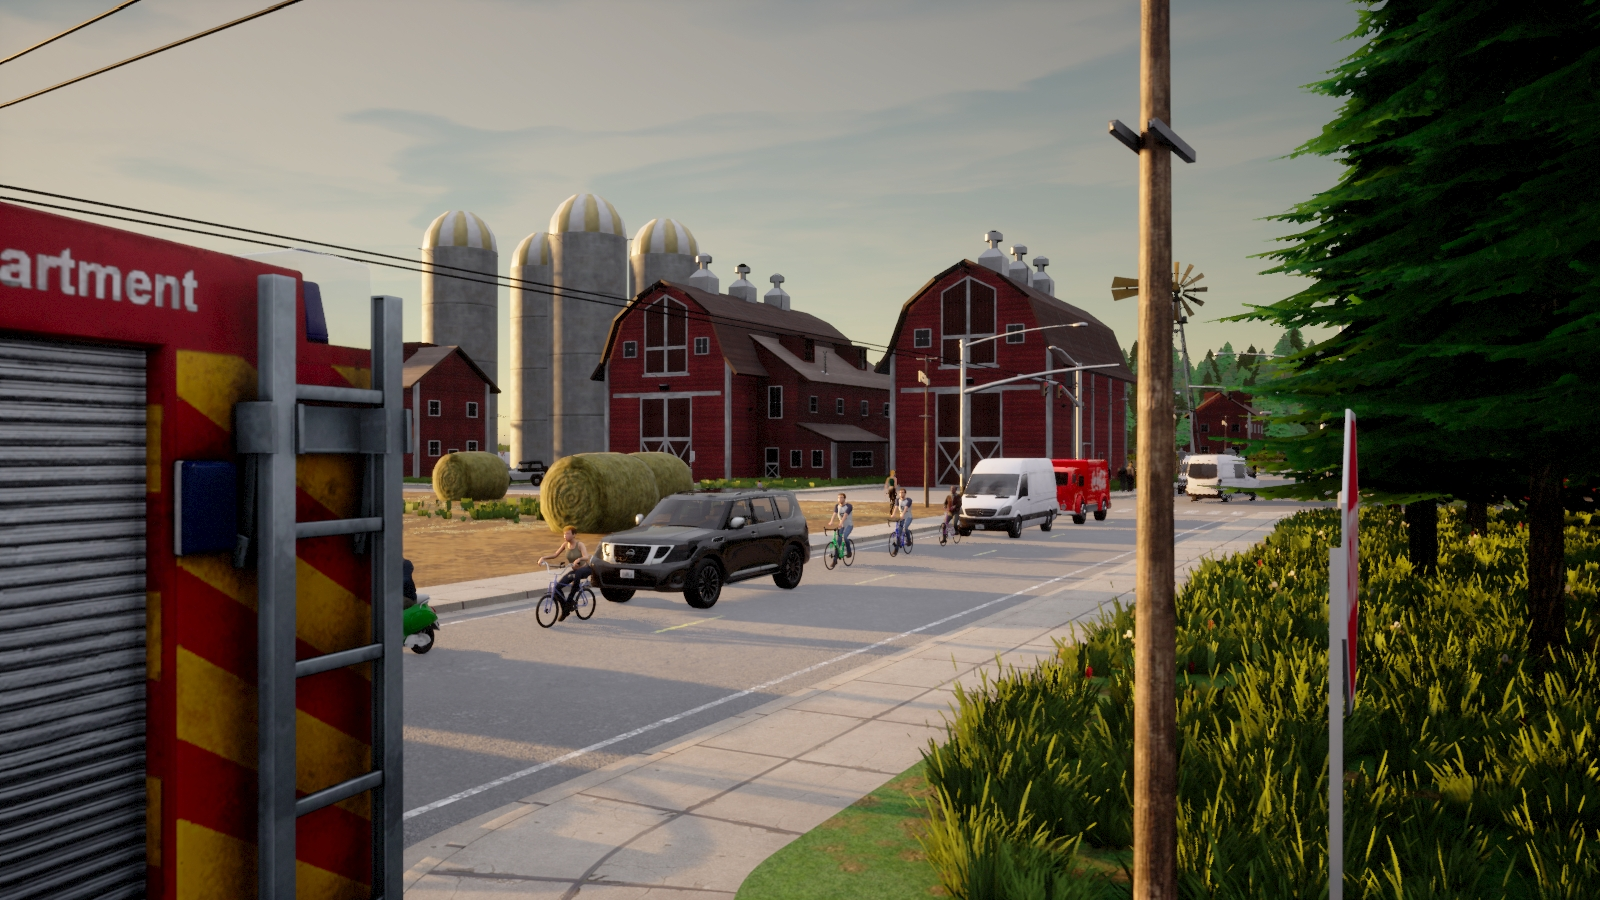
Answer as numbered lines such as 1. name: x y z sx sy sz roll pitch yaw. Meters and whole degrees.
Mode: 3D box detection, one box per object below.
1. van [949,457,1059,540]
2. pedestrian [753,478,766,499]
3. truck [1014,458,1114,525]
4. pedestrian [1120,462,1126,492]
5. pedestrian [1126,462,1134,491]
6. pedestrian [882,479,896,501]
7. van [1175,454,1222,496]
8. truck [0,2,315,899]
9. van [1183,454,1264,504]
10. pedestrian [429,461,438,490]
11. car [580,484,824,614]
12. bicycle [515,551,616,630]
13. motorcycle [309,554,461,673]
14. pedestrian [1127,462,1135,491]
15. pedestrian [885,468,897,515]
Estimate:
1. van: 7.076 1.534 38.960 1.988 2.561 5.915 0 0 28
2. pedestrian: -2.128 2.051 60.470 0.500 1.100 0.500 0 0 39
3. truck: 10.572 1.568 45.383 2.627 2.467 5.204 0 0 28
4. pedestrian: 20.437 1.695 72.347 0.375 1.860 0.375 0 0 16
5. pedestrian: 20.992 1.695 72.704 0.375 1.860 0.375 0 0 -43
6. pedestrian: 4.603 2.051 59.072 0.500 1.100 0.500 0 0 32
7. van: 25.690 1.534 73.536 1.988 2.561 5.915 0 0 28
8. truck: -6.011 0.867 3.741 8.468 3.827 2.891 0 0 20
9. van: 23.334 1.525 62.816 1.988 2.561 5.915 1 1 43
10. pedestrian: -23.879 1.669 74.423 0.375 1.860 0.375 0 0 27
11. car: -1.722 1.779 22.449 2.150 2.045 5.566 0 0 27
12. bicycle: -3.795 2.256 18.603 0.859 1.080 1.487 0 0 28
13. motorcycle: -5.533 2.142 15.333 0.856 1.316 1.805 0 0 28
14. pedestrian: 21.410 1.694 73.899 0.375 1.860 0.375 0 0 30
15. pedestrian: 3.714 1.678 46.397 0.375 1.860 0.375 0 0 25
